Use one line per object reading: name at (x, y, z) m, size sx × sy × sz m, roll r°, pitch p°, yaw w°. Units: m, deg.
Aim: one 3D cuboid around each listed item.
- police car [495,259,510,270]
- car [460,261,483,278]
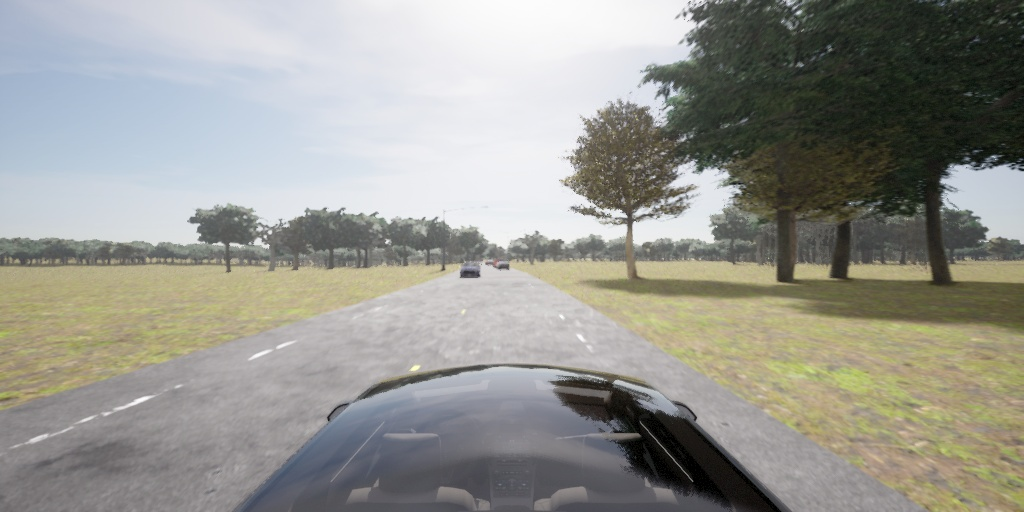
police car at (-1.469, 1.649, 64.410) m, size 1.930 × 1.638 × 5.238 m, roll 0°, pitch 0°, yaw -5°
car at (-4.467, 1.384, 38.962) m, size 2.097 × 1.767 × 4.553 m, roll 0°, pitch 0°, yaw -3°
